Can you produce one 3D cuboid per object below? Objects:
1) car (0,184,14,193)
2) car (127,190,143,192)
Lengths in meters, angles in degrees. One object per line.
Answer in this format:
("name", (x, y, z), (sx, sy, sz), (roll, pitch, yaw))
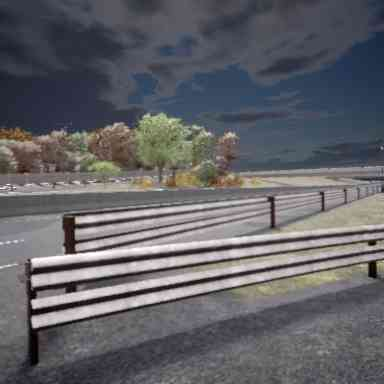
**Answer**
("car", (-31.686, -0.488, 55.327), (2.128, 1.511, 4.902), (-1, 3, 12))
("car", (-6.933, 0.510, 39.649), (2.128, 1.511, 4.902), (0, 1, 33))
